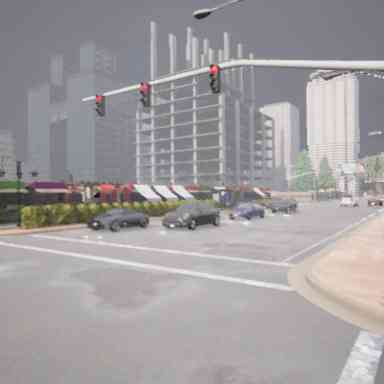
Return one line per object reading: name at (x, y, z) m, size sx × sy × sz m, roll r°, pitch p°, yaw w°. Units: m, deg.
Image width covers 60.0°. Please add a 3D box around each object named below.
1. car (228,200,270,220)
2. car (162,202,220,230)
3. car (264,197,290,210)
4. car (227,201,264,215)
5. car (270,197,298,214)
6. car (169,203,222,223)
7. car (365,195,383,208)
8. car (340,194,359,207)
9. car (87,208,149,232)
car at (4.955, 1.676, 29.640) m, size 1.812 × 1.442 × 4.674 m, roll -1°, pitch 0°, yaw 34°
car at (0.006, 1.500, 22.344) m, size 2.097 × 1.767 × 4.553 m, roll -1°, pitch 0°, yaw 34°
car at (11.809, 1.547, 45.976) m, size 2.097 × 1.767 × 4.553 m, roll -1°, pitch 0°, yaw 34°
car at (6.114, 1.740, 37.618) m, size 2.033 × 1.411 × 5.357 m, roll -1°, pitch 0°, yaw 34°
car at (10.585, 1.658, 37.970) m, size 1.837 × 1.490 × 4.892 m, roll -1°, pitch 0°, yaw 34°
car at (0.472, 1.737, 29.279) m, size 2.033 × 1.411 × 5.357 m, roll -1°, pitch 0°, yaw 34°
car at (27.983, 1.554, 50.871) m, size 1.882 × 1.535 × 5.008 m, roll -1°, pitch 0°, yaw 34°
car at (24.909, 1.338, 52.580) m, size 2.150 × 2.045 × 5.566 m, roll -1°, pitch 0°, yaw 34°
car at (-4.705, 1.751, 21.621) m, size 1.994 × 1.385 × 4.181 m, roll -1°, pitch 0°, yaw 34°
